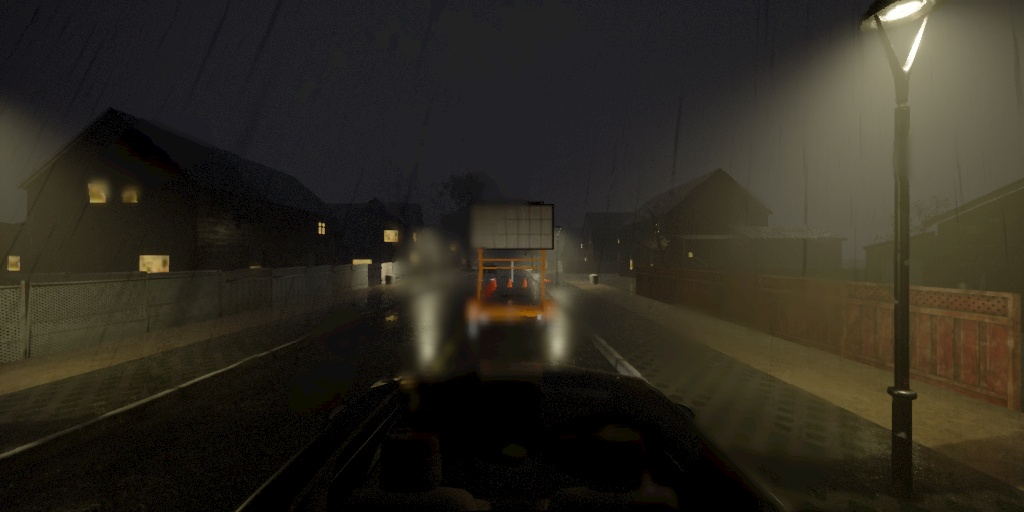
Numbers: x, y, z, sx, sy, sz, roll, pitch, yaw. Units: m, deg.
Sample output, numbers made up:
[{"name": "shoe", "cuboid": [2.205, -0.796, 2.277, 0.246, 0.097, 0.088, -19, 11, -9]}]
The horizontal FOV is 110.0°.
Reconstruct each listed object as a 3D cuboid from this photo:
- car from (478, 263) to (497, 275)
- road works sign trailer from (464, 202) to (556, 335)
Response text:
[{"name": "car", "cuboid": [-2.702, 1.438, 40.286, 1.994, 1.385, 4.181, 0, 0, 0]}, {"name": "road works sign trailer", "cuboid": [0.012, 0.220, 10.535, 2.380, 3.560, 2.880, 0, 0, 0]}]
